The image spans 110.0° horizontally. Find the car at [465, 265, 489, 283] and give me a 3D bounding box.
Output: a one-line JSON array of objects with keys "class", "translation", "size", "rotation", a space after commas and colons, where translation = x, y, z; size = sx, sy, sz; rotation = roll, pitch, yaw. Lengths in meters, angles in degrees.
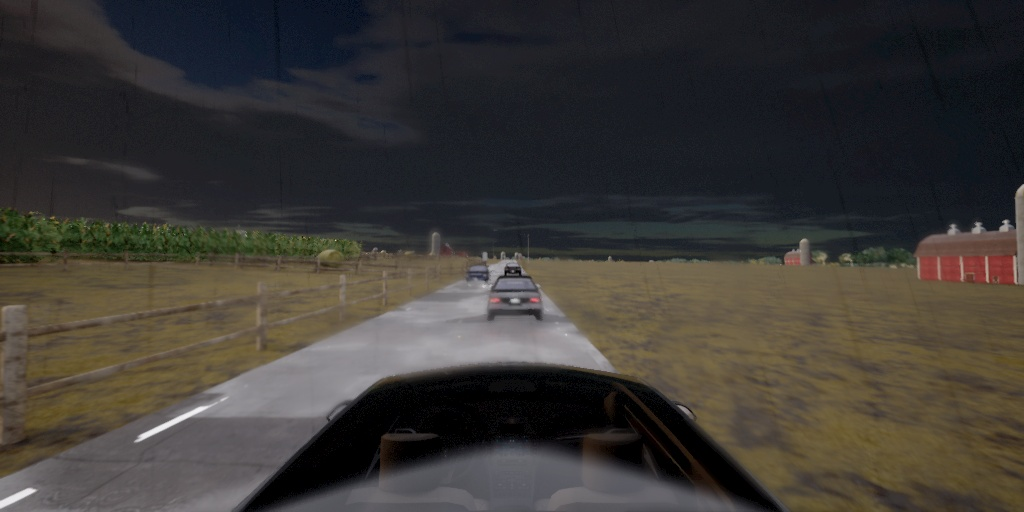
[{"class": "car", "translation": [-2.852, 1.527, 31.214], "size": [2.033, 1.411, 5.357], "rotation": [0, 0, 0]}]

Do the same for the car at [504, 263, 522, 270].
[{"class": "car", "translation": [0.096, 1.500, 41.252], "size": [1.882, 1.535, 5.008], "rotation": [0, 0, 0]}]

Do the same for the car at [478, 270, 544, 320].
[{"class": "car", "translation": [0.099, 1.404, 13.133], "size": [2.033, 1.411, 5.357], "rotation": [0, 0, 0]}]
